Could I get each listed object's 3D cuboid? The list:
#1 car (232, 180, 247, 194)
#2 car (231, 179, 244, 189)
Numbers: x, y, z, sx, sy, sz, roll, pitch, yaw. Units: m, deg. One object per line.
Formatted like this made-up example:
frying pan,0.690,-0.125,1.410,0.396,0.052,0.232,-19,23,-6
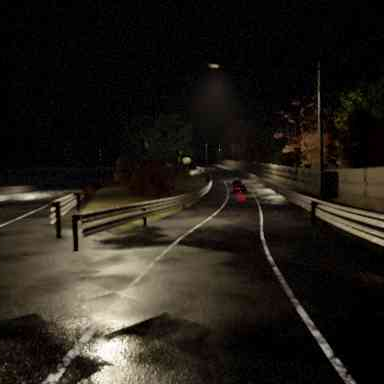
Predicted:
car,7.189,-0.532,49.912,1.837,1.490,4.892,-1,5,6
car,8.154,-1.449,59.906,1.837,1.490,4.892,-1,6,4
